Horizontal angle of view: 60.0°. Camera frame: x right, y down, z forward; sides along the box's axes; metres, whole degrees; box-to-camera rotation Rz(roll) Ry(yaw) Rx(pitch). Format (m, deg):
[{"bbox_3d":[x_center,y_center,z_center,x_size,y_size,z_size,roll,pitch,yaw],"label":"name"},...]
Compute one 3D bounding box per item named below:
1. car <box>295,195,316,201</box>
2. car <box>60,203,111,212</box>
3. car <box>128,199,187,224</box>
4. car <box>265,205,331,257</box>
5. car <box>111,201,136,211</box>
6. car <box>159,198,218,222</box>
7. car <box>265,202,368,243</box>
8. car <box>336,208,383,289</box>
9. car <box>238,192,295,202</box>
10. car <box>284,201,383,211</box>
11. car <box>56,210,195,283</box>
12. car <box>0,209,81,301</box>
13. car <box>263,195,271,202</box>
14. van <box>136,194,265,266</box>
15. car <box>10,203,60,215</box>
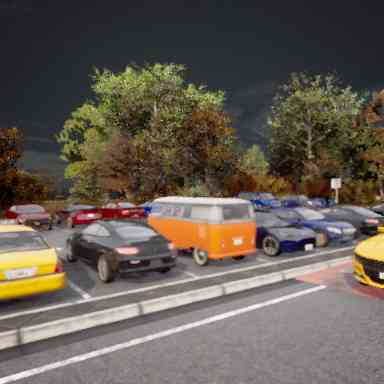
[{"bbox_3d":[11.091,1.070,34.529,2.185,1.767,4.553,0,0,-36],"label":"car"},{"bbox_3d":[-7.297,1.429,21.395,2.163,1.488,4.792,-1,0,-36],"label":"car"},{"bbox_3d":[-2.694,1.354,24.667,2.097,1.535,5.008,-1,0,-36],"label":"car"},{"bbox_3d":[2.435,1.405,12.843,2.163,1.488,4.792,-1,0,-36],"label":"car"},{"bbox_3d":[-4.986,1.376,23.018,2.097,1.535,5.008,-1,0,-36],"label":"car"},{"bbox_3d":[-0.404,1.332,26.319,2.231,1.521,4.892,-1,0,-36],"label":"car"},{"bbox_3d":[4.710,1.393,14.521,2.002,1.452,4.674,-1,0,-36],"label":"car"},{"bbox_3d":[5.718,1.206,7.745,5.008,1.535,1.882,-4,2,-35],"label":"car"},{"bbox_3d":[6.379,1.007,31.179,2.435,2.045,5.566,-1,0,-36],"label":"car"},{"bbox_3d":[7.006,1.370,16.168,2.002,1.452,4.674,-1,0,-36],"label":"car"},{"bbox_3d":[-2.166,1.461,9.563,2.002,1.452,4.674,-1,0,-36],"label":"car"},{"bbox_3d":[-4.569,1.441,8.064,1.946,1.575,5.366,-1,0,-36],"label":"car"},{"bbox_3d":[4.170,1.284,29.630,2.231,1.521,4.892,-1,0,-36],"label":"car"},{"bbox_3d":[0.055,1.172,11.309,1.878,1.987,4.442,-1,0,-36],"label":"van"},{"bbox_3d":[-9.675,1.423,19.652,2.097,1.535,5.008,-1,0,-36],"label":"car"}]
